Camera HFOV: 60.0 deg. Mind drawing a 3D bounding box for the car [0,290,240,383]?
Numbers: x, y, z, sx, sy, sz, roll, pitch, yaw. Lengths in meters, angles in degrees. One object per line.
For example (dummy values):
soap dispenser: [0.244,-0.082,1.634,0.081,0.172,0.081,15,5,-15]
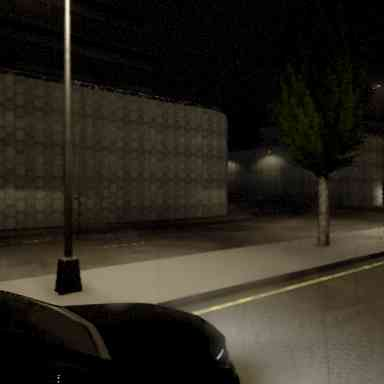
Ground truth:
car: [-1.747,1.526,2.501,4.674,1.442,1.812,0,0,-35]
